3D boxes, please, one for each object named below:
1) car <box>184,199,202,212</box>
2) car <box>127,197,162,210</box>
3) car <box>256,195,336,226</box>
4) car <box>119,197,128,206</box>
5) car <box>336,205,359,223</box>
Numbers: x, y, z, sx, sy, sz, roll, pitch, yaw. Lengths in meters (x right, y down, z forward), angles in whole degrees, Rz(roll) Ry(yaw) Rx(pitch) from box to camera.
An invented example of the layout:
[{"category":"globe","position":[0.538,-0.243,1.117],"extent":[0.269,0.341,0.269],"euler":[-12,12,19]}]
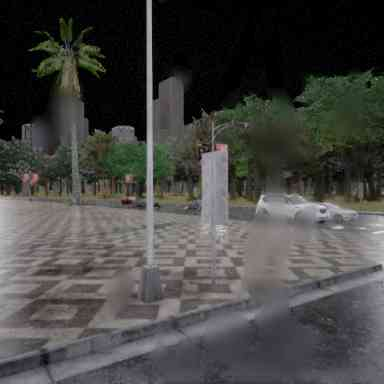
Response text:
[{"category":"car","position":[0.879,1.543,38.869],"extent":[1.994,1.385,4.181],"euler":[0,0,-36]},{"category":"car","position":[-5.874,1.533,42.608],"extent":[2.033,1.411,5.357],"euler":[0,0,-37]},{"category":"car","position":[7.202,1.231,24.373],"extent":[2.150,2.045,5.566],"euler":[0,0,-35]},{"category":"car","position":[-9.918,1.469,53.364],"extent":[1.882,1.535,5.008],"euler":[0,0,-38]},{"category":"car","position":[10.318,1.520,25.585],"extent":[1.812,1.442,4.674],"euler":[0,0,-34]}]
